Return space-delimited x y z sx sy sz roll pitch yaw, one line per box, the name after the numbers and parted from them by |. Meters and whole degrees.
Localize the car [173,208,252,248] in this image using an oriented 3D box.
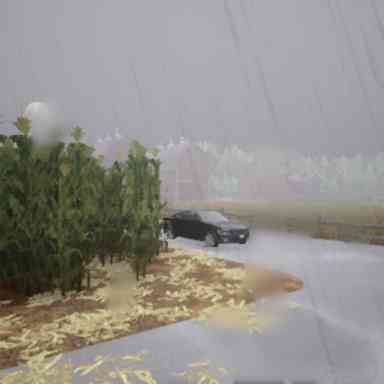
0.550 1.524 15.309 1.882 1.535 5.008 0 -1 -35 | car
